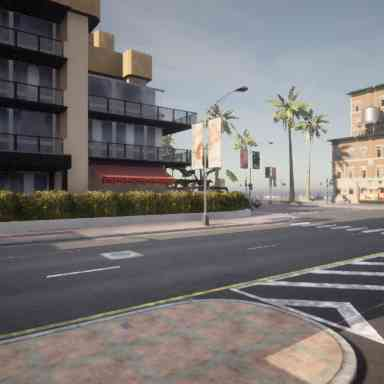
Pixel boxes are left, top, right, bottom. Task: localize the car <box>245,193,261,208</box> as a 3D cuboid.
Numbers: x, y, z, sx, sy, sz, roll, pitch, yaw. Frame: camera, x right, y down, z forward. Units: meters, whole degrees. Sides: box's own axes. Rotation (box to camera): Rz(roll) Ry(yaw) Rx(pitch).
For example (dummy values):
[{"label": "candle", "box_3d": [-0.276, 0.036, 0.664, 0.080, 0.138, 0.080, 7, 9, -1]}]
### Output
[{"label": "car", "box_3d": [7.430, 1.220, 48.079, 2.150, 2.045, 5.566, 0, 0, -35]}]
